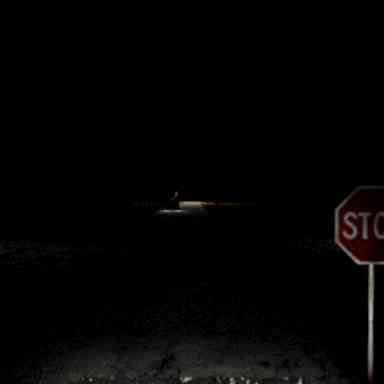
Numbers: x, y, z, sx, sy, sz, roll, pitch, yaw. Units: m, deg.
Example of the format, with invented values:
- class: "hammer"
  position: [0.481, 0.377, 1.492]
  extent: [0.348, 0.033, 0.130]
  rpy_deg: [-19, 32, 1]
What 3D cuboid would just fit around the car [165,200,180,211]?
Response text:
- class: "car"
  position: [-2.693, 1.853, 47.382]
  extent: [1.812, 1.442, 4.674]
  rpy_deg: [0, 0, 0]
